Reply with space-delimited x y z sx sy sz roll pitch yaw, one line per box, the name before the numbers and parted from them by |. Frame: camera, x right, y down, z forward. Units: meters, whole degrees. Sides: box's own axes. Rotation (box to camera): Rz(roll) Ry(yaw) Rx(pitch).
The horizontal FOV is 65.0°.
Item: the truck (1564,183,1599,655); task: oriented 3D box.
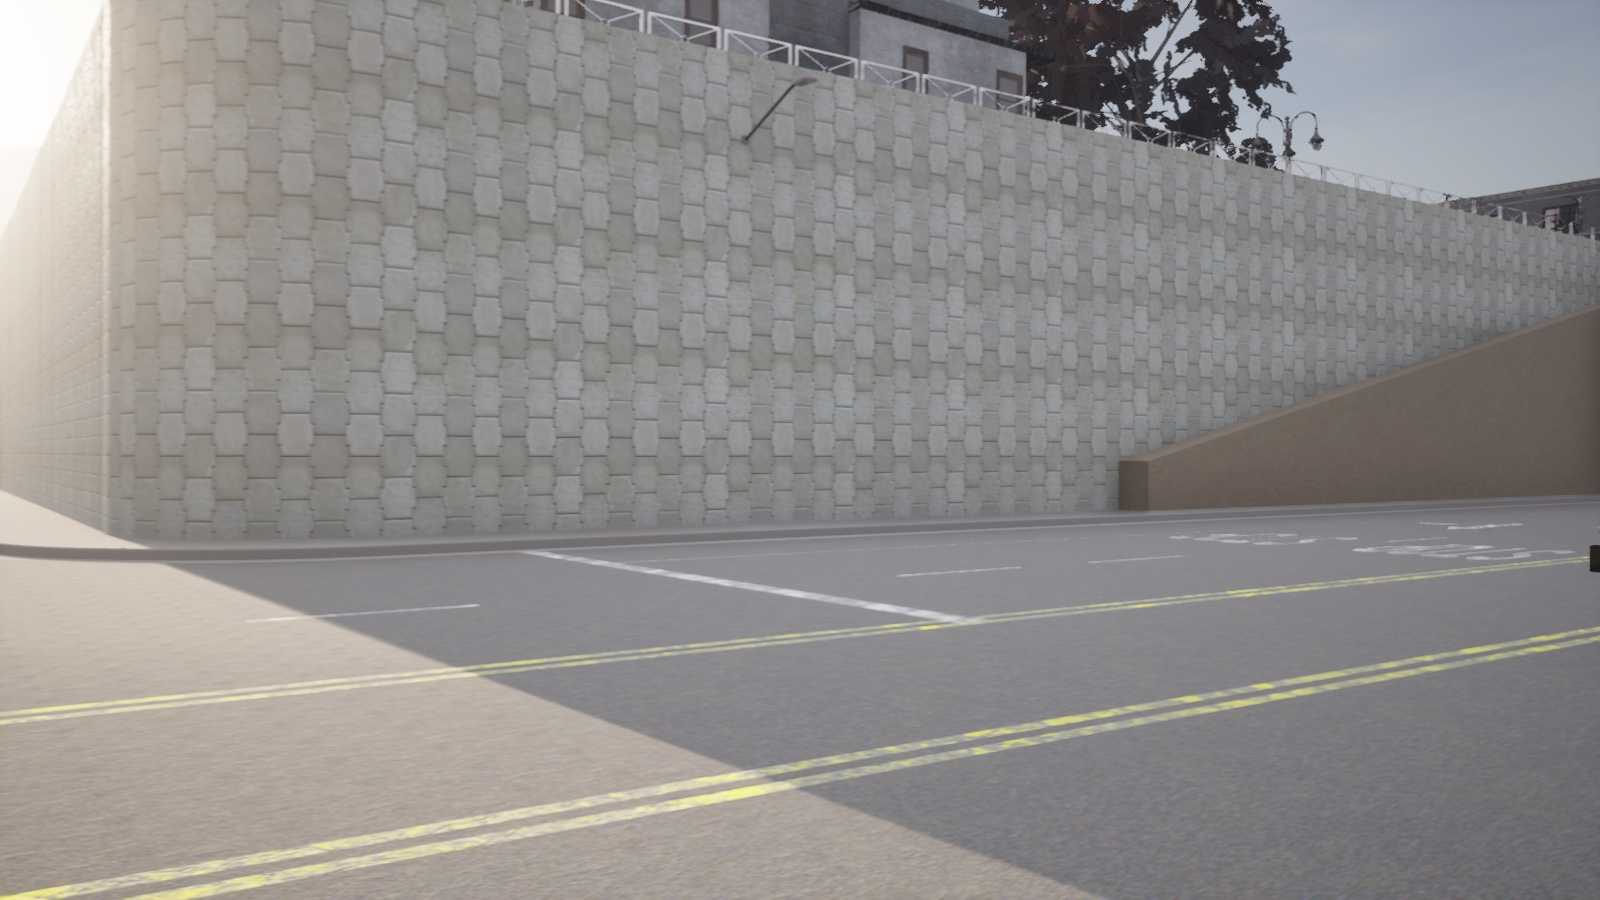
truck | 9.823 -0.232 10.502 7.936 3.462 2.891 0 0 -35
